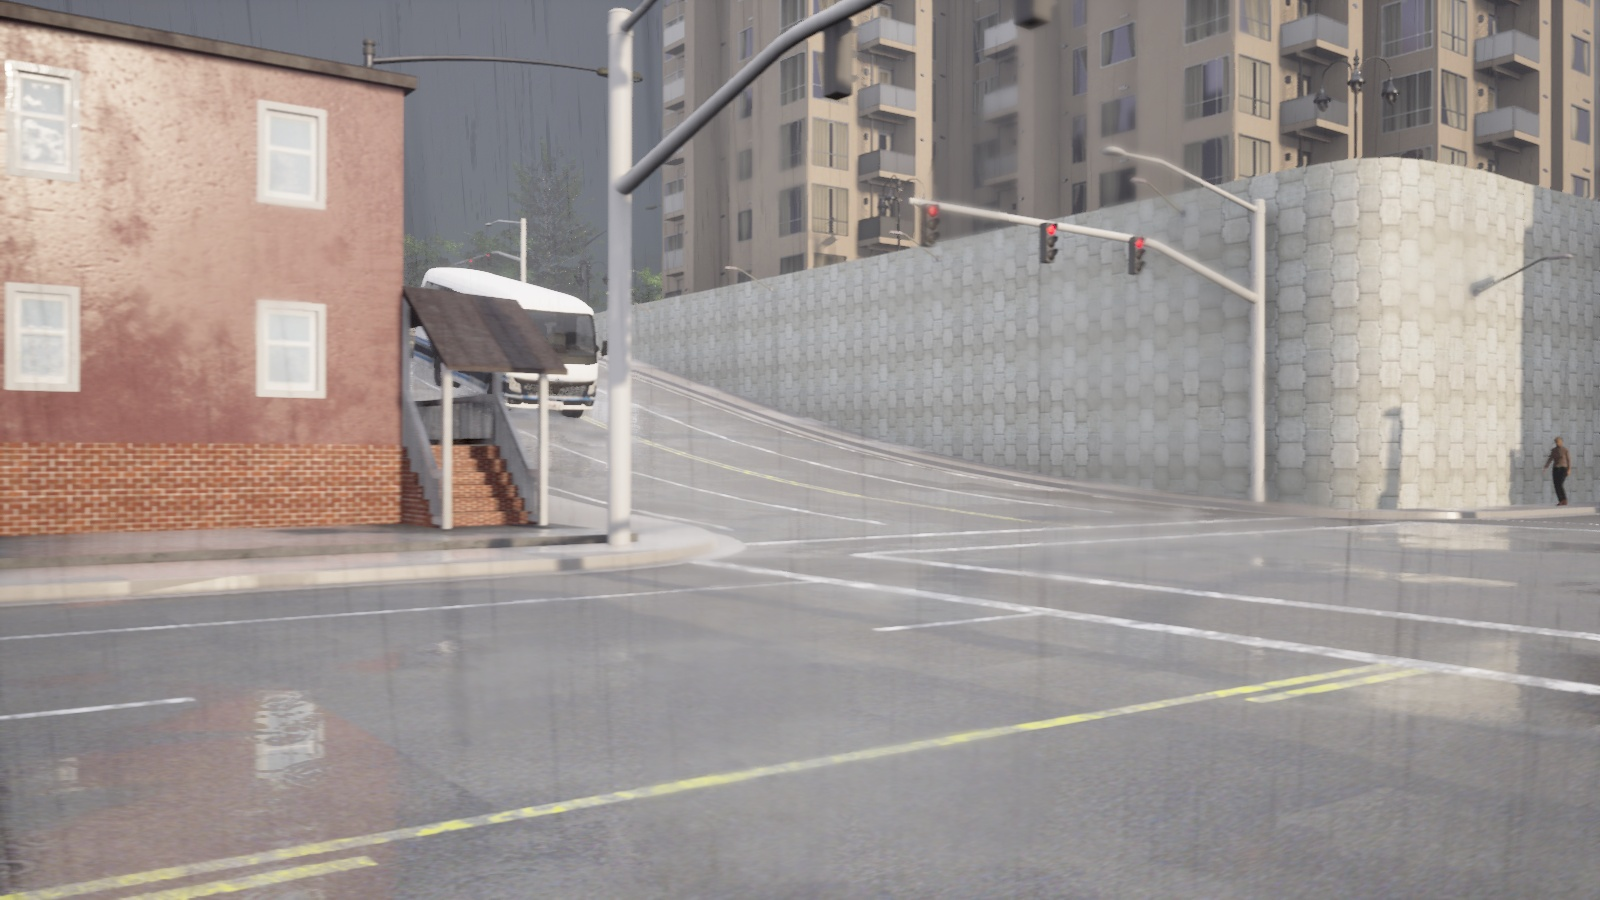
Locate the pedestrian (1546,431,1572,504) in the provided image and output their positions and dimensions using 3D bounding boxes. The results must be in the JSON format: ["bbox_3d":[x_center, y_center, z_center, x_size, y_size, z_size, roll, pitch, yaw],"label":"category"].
[{"bbox_3d":[19.449,0.438,32.188,0.634,1.846,0.331,0,0,-34],"label":"pedestrian"}]

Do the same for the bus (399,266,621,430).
[{"bbox_3d":[-10.705,-3.832,45.043,3.944,4.253,10.273,0,12,-35],"label":"bus"}]
